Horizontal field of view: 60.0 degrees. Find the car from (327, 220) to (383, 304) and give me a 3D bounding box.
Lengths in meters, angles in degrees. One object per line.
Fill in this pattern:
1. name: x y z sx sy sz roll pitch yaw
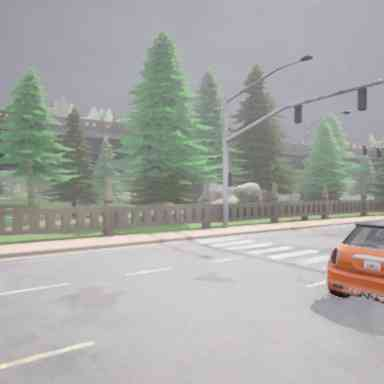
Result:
1. car: 5.037 1.369 7.299 4.553 1.767 2.097 0 0 -35
